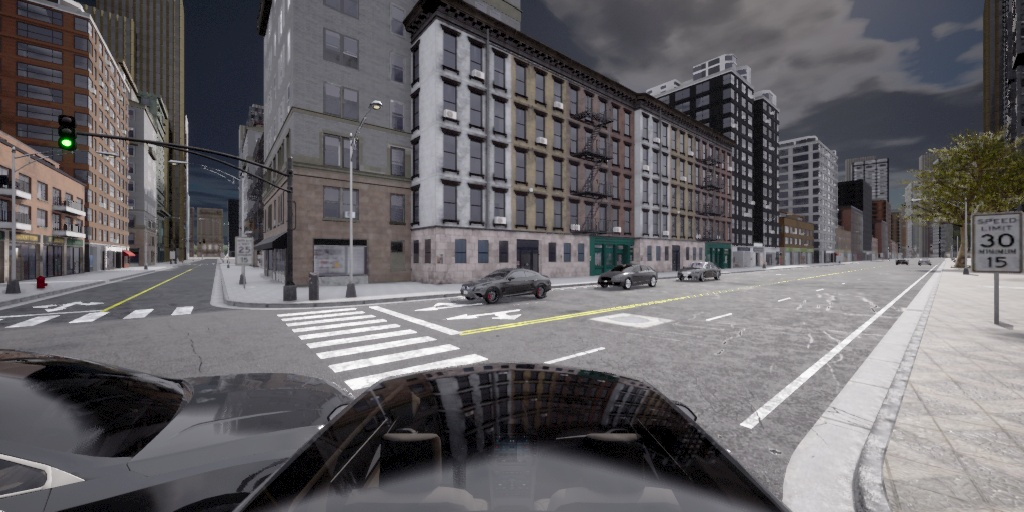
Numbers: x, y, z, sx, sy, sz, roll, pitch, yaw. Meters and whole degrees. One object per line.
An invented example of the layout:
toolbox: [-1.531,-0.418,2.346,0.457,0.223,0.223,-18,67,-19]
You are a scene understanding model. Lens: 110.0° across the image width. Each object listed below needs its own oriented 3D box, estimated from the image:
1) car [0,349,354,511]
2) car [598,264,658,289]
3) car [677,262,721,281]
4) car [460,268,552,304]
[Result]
car: [-3.235,1.257,1.671,4.892,1.490,1.837,0,0,-35]
car: [7.478,1.256,22.950,4.892,1.490,1.837,0,0,-39]
car: [15.438,1.233,29.481,4.902,1.511,2.128,0,0,-39]
car: [-0.166,1.285,16.667,4.674,1.442,1.812,0,0,-39]
